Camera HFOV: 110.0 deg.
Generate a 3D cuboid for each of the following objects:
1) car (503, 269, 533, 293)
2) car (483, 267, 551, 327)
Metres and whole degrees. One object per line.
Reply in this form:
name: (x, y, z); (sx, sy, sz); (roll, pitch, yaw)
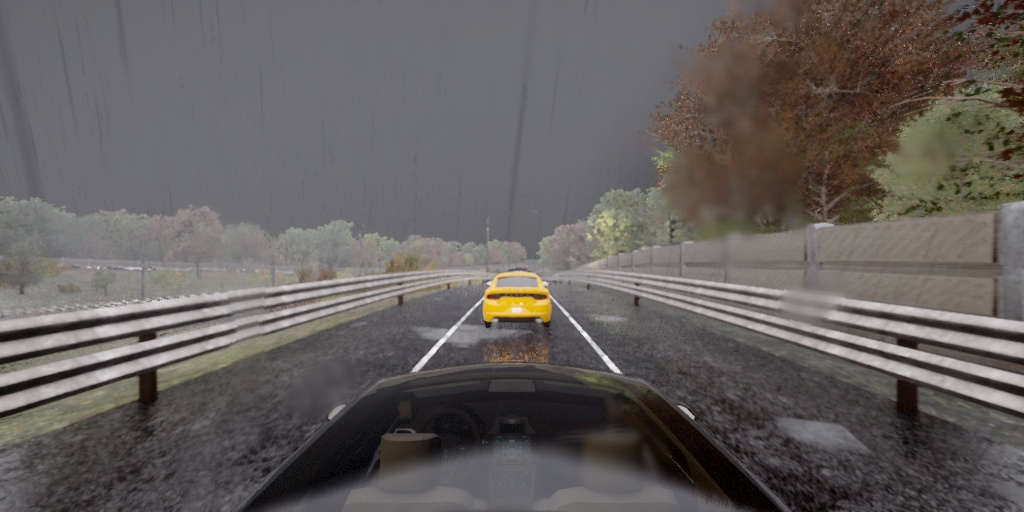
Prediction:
car: (0.417, 1.596, 24.138); (1.837, 1.490, 4.892); (0, -2, 1)
car: (0.178, 1.271, 11.737); (1.882, 1.535, 5.008); (0, -1, 1)
